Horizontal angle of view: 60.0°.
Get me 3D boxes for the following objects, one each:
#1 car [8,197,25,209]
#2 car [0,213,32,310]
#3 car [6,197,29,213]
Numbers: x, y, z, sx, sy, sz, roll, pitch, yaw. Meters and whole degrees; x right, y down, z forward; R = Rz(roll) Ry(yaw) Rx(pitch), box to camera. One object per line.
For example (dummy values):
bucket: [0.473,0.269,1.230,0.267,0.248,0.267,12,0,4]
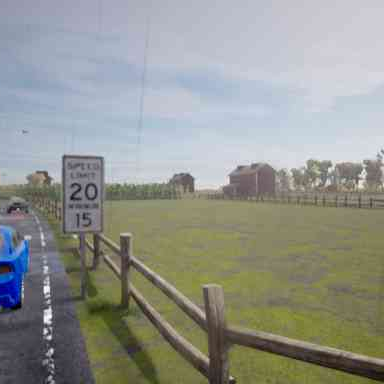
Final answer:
car: [-23.340,1.432,44.069,1.837,1.490,4.892,0,0,-30]
car: [-4.719,1.466,7.375,1.882,1.535,5.008,0,0,-24]
car: [-18.394,1.450,35.178,1.837,1.490,4.892,0,0,-28]
